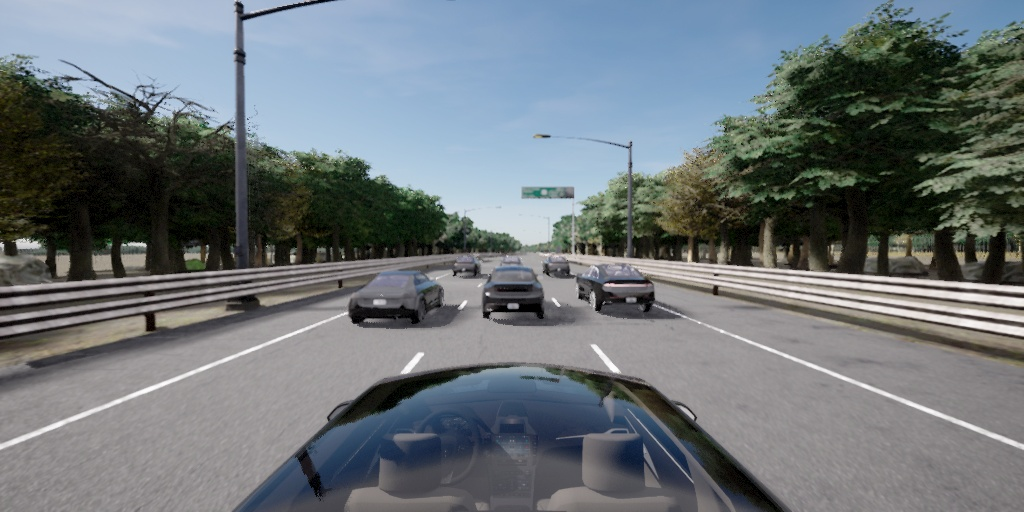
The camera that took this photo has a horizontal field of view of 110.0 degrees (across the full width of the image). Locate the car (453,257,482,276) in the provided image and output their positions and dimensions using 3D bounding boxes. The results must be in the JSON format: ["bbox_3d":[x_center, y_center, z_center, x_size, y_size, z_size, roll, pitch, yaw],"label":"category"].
[{"bbox_3d":[-3.540,0.779,28.714,2.128,1.511,4.902,0,1,0],"label":"car"}]

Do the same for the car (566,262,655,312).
[{"bbox_3d":[3.531,1.042,13.036,2.128,1.511,4.902,0,1,0],"label":"car"}]

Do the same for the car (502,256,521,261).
[{"bbox_3d":[-0.040,0.776,28.761,2.128,1.511,4.902,0,1,0],"label":"car"}]

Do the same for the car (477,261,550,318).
[{"bbox_3d":[0.032,1.072,12.109,1.837,1.490,4.892,0,1,0],"label":"car"}]

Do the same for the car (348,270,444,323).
[{"bbox_3d":[-3.467,1.145,11.419,1.994,1.385,4.181,0,1,0],"label":"car"}]

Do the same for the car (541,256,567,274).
[{"bbox_3d":[3.460,0.775,28.738,2.128,1.511,4.902,0,1,0],"label":"car"}]
